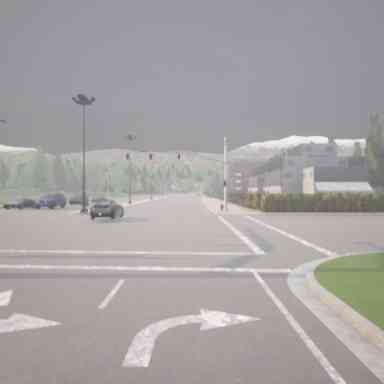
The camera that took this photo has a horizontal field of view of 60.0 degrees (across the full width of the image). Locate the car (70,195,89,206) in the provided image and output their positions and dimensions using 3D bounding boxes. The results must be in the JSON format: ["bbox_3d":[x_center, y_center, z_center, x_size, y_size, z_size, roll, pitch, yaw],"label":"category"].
[{"bbox_3d":[-18.639,1.575,54.723,1.895,1.301,4.718,0,0,0],"label":"car"}]

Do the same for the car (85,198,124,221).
[{"bbox_3d":[-6.941,1.478,27.507,2.128,1.511,4.902,0,0,0],"label":"car"}]

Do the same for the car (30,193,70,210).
[{"bbox_3d":[-18.638,1.201,44.011,2.150,2.045,5.566,0,0,1],"label":"car"}]

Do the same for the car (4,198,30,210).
[{"bbox_3d":[-22.110,1.527,43.328,2.033,1.411,5.357,0,0,3],"label":"car"}]

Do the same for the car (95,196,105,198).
[{"bbox_3d":[-18.569,1.516,66.799,2.033,1.411,5.357,0,0,0],"label":"car"}]

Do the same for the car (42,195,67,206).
[{"bbox_3d":[-22.142,1.326,53.892,2.097,1.767,4.553,0,0,0],"label":"car"}]

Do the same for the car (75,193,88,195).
[{"bbox_3d":[-22.075,1.192,65.608,2.150,2.045,5.566,0,0,0],"label":"car"}]
